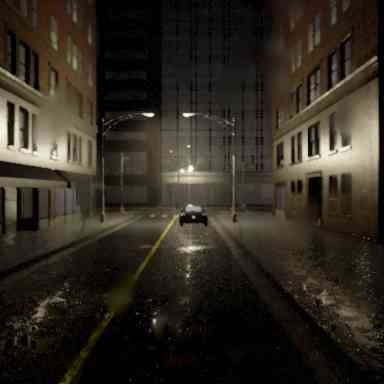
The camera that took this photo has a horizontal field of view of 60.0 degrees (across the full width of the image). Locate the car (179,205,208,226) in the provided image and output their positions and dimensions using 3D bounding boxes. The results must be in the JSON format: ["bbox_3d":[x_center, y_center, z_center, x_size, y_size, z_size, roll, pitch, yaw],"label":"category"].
[{"bbox_3d":[0.099,1.593,23.620,1.994,1.385,4.181,0,0,0],"label":"car"}]
